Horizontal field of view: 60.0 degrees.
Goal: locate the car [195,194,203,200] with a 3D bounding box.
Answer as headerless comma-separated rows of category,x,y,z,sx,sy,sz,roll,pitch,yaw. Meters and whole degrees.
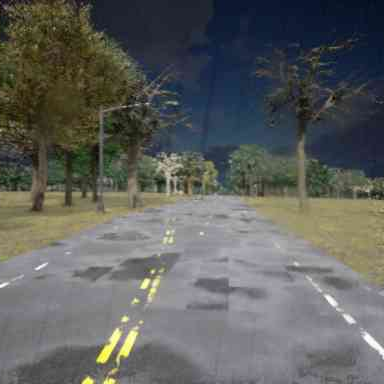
car,1.732,1.334,82.298,1.812,1.442,4.674,0,0,6
